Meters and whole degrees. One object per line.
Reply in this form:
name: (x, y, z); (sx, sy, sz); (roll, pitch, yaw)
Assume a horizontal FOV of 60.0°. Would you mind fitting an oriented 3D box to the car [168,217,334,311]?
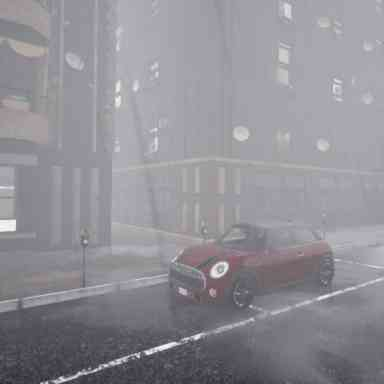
car: (1.446, 1.442, 7.734); (4.097, 1.590, 1.967); (0, 1, -35)
